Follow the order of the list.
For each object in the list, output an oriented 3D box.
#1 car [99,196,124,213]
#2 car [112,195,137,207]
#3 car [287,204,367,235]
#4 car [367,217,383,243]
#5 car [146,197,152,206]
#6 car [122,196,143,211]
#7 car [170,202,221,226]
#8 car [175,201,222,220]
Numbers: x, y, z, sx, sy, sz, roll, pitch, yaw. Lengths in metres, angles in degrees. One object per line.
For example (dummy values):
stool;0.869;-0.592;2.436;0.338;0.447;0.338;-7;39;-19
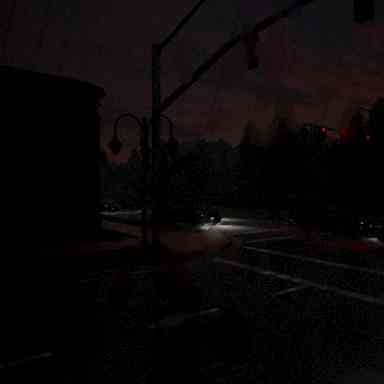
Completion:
car;-9.862;1.520;37.988;1.812;1.442;4.674;0;0;-34
car;-10.506;1.344;51.337;2.097;1.767;4.553;0;0;-35
car;7.711;1.499;18.862;1.837;1.490;4.892;0;0;-35
car;8.905;1.486;11.049;2.128;1.511;4.902;0;0;-35
car;-7.940;1.495;53.780;1.837;1.490;4.892;0;0;-35
car;-8.334;1.451;41.956;2.033;1.411;5.357;0;0;-35
car;0.197;1.557;23.500;1.994;1.385;4.181;0;0;-35
car;0.501;1.557;29.178;1.994;1.385;4.181;0;0;-35
